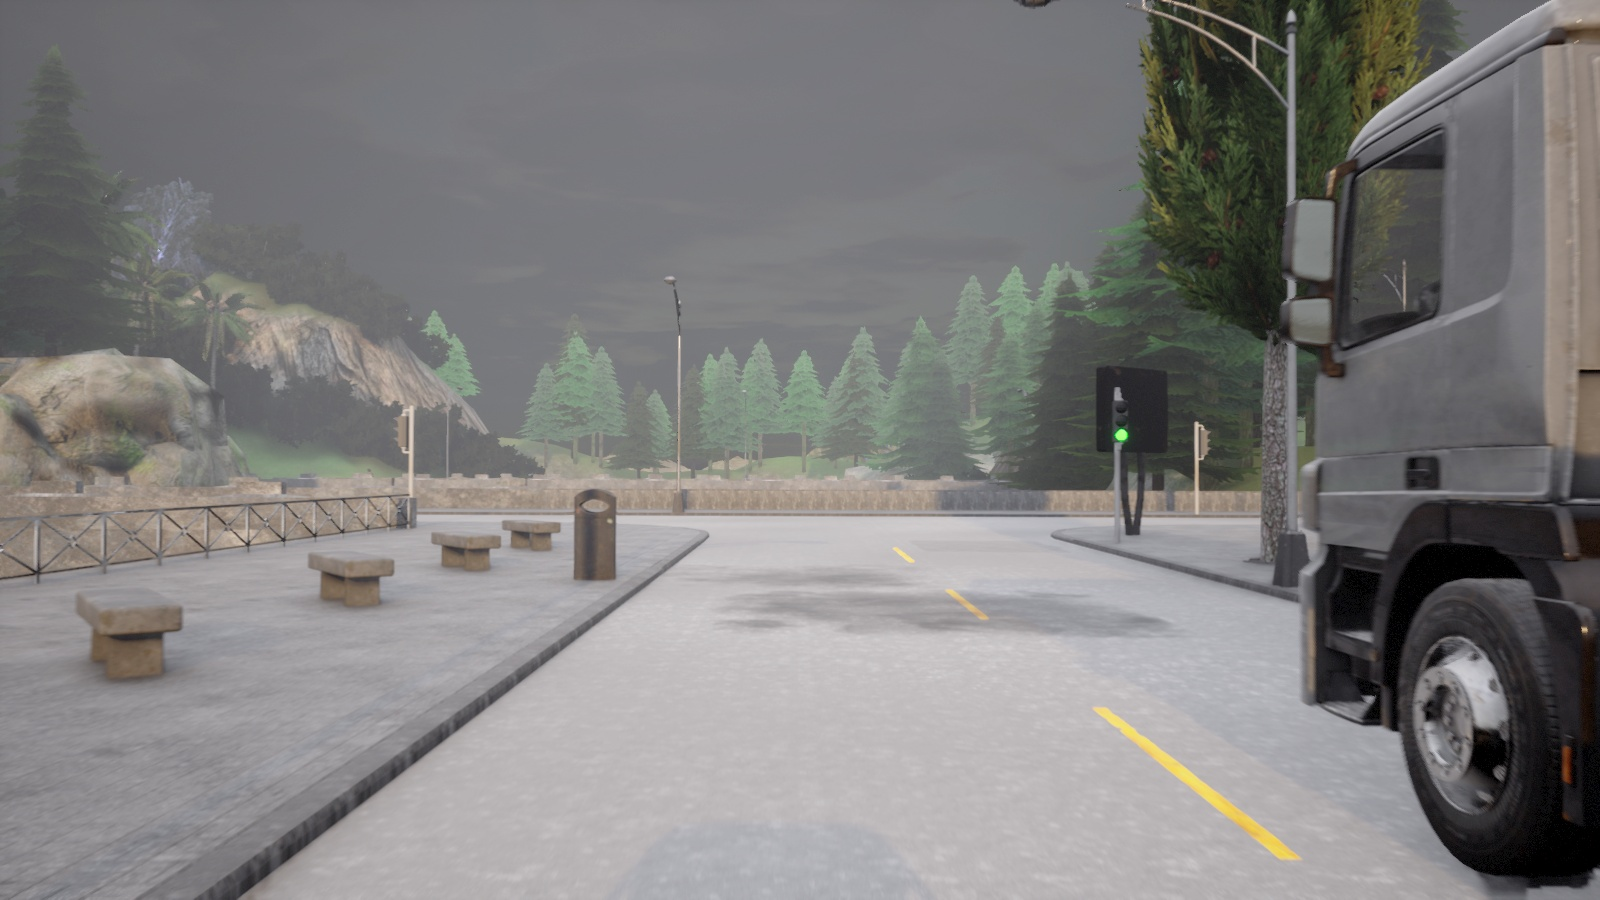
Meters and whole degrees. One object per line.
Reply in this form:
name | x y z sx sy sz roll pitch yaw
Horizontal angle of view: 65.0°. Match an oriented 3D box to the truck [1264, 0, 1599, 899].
truck | 3.988 -0.136 2.834 2.891 3.462 7.936 0 -1 0
